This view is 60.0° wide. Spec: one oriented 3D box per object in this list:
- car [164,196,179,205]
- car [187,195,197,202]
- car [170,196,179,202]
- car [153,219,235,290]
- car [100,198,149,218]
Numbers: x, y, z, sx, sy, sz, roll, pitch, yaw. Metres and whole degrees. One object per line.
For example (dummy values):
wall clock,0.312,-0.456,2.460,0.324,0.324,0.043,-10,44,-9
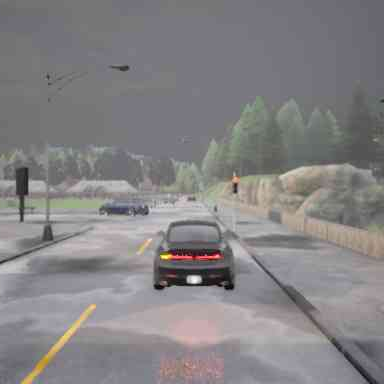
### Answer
car,-4.047,1.524,60.301,2.128,1.511,4.902,0,0,0
car,0.000,1.363,71.711,1.882,1.535,5.008,0,0,0
car,-3.999,1.561,76.465,1.812,1.442,4.674,0,0,0
car,0.061,1.510,9.094,1.837,1.490,4.892,0,0,0
car,-6.332,1.369,30.761,4.553,1.767,2.097,0,0,26
